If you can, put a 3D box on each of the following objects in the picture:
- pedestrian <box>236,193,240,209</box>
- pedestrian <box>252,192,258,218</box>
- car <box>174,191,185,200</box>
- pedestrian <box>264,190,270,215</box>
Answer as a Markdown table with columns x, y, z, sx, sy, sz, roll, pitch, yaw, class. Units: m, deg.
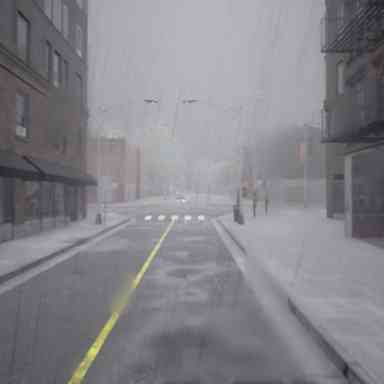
| x | y | z | sx | sy | sz | roll | pitch | yaw | class |
| --- | --- | --- | --- | --- | --- | --- | --- | --- | --- |
| 3.527 | 0.980 | 25.309 | 0.375 | 1.860 | 0.375 | 1 | -1 | 0 | pedestrian |
| 4.527 | 0.931 | 24.109 | 0.375 | 1.860 | 0.375 | 1 | -1 | 0 | pedestrian |
| -2.417 | 1.039 | 72.351 | 2.033 | 1.411 | 5.357 | 0 | 0 | 0 | car |
| 5.527 | 0.799 | 24.710 | 0.375 | 1.860 | 0.375 | 1 | -1 | 0 | pedestrian |
